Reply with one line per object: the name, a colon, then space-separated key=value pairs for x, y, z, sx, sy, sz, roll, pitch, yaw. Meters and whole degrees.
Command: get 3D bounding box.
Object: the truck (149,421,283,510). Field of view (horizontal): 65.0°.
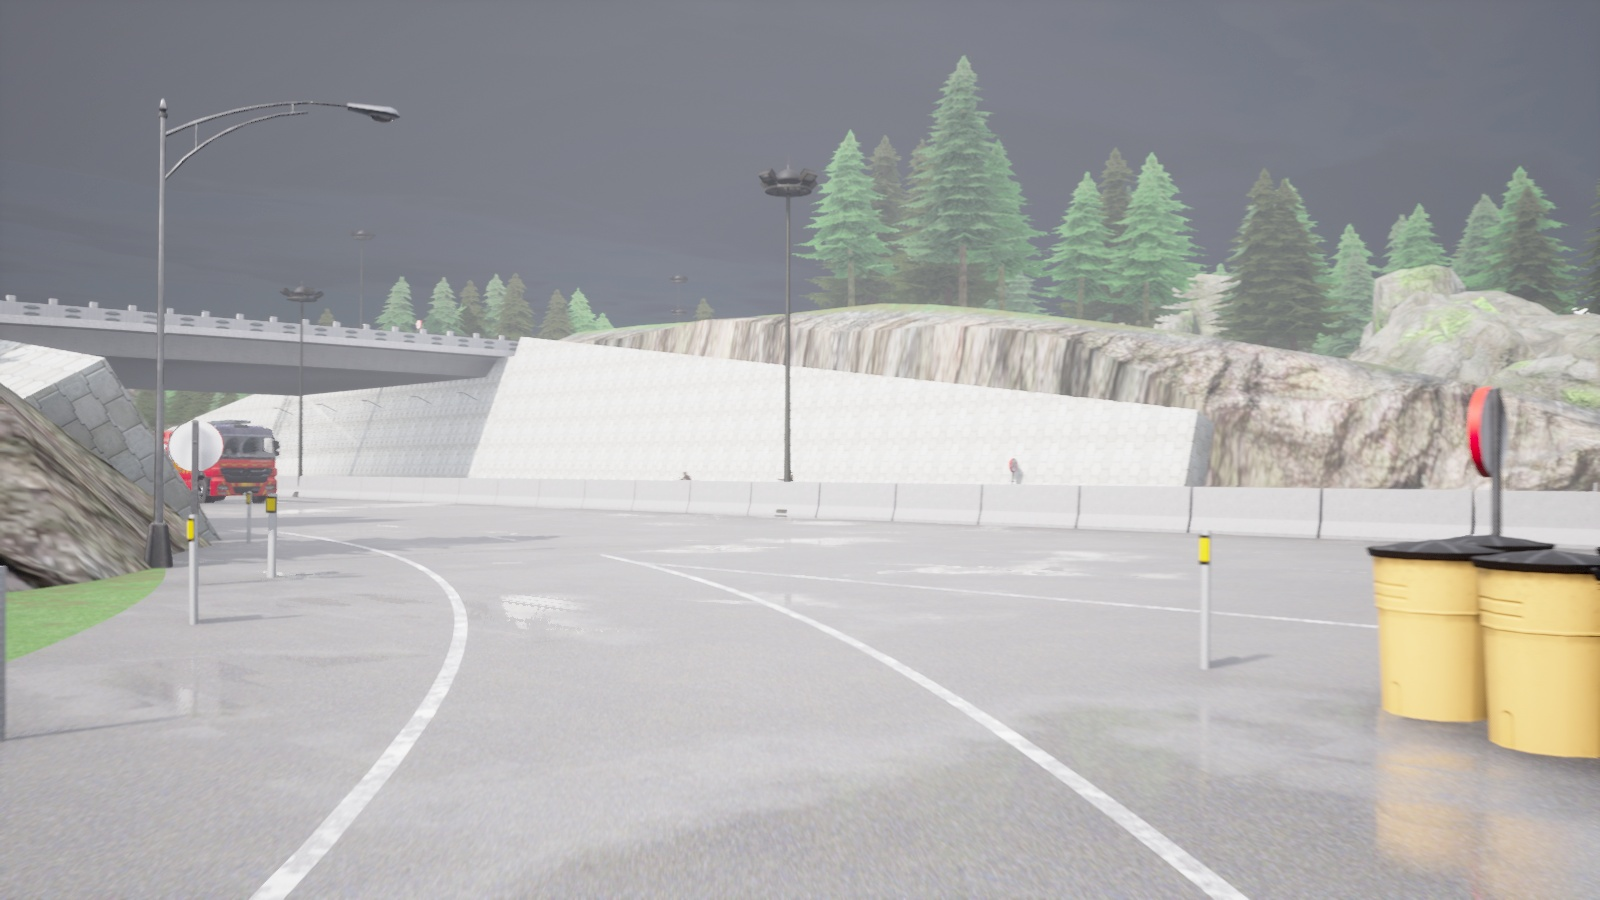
truck: x=-27.162 y=0.757 z=58.227 sx=2.891 sy=3.827 sz=8.468 roll=1 pitch=-1 yaw=-45
